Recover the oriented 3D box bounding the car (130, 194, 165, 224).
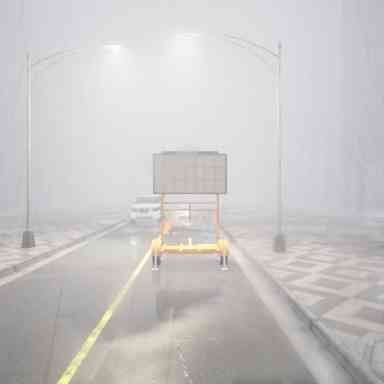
[{"bbox_3d":[-3.248,1.226,25.267,2.150,2.045,5.566,0,0,0],"label":"car"}]

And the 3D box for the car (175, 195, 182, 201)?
[{"bbox_3d":[-3.530,1.562,89.238,2.033,1.411,5.357,0,0,0],"label":"car"}]

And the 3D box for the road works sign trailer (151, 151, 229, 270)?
[{"bbox_3d":[-0.064,0.466,10.991,2.380,3.560,2.880,0,0,0],"label":"road works sign trailer"}]
